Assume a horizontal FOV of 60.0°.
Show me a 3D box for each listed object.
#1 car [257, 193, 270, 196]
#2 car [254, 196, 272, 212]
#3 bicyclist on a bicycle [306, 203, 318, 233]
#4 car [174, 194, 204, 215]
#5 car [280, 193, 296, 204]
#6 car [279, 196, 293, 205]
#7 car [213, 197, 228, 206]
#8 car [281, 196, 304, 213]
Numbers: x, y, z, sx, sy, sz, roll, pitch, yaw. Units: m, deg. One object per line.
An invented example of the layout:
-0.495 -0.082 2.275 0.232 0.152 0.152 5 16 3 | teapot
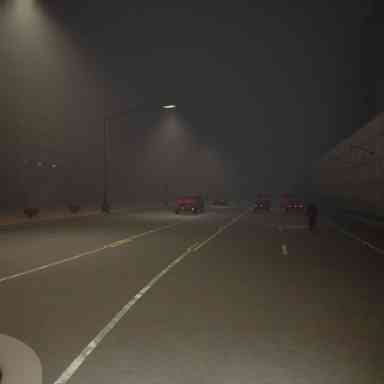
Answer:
10.561 1.221 48.880 2.150 2.045 5.566 0 0 14 | car
8.151 1.547 38.604 2.033 1.411 5.357 0 0 14 | car
6.787 1.453 18.806 0.582 1.620 1.656 0 -1 -1 | bicyclist on a bicycle
-0.193 1.221 34.739 2.150 2.045 5.566 0 0 14 | car
13.961 1.221 48.051 2.150 2.045 5.566 0 0 14 | car
16.416 1.491 58.118 2.128 1.511 4.902 0 0 14 | car
4.833 1.560 54.938 2.033 1.411 5.357 0 0 14 | car
11.540 1.547 37.679 2.033 1.411 5.357 0 0 14 | car
